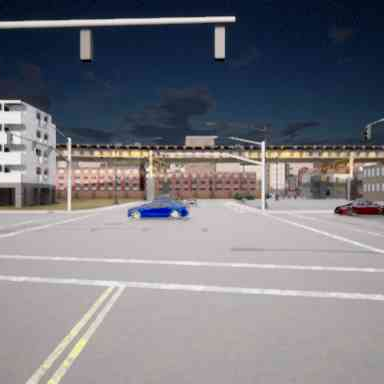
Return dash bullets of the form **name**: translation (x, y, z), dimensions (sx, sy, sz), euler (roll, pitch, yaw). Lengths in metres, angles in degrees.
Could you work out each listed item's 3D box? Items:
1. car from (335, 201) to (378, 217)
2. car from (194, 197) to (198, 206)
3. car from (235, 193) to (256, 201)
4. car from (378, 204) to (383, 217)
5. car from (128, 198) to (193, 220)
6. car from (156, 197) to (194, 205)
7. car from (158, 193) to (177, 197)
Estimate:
- **car**: translation (14.993, 1.460, 29.634), dimensions (4.181, 1.385, 1.994), euler (-1, 0, 1)
- **car**: translation (0.035, 1.543, 53.973), dimensions (2.033, 1.411, 5.357), euler (0, 0, 0)
- **car**: translation (13.432, 1.219, 84.059), dimensions (5.566, 2.045, 2.150), euler (0, 0, -24)
- **car**: translation (17.417, 1.427, 26.088), dimensions (4.181, 1.385, 1.994), euler (-1, 0, 1)
- **car**: translation (-2.675, 1.447, 26.876), dimensions (5.008, 1.535, 1.882), euler (0, 0, 4)
- **car**: translation (-2.574, 1.461, 30.375), dimensions (4.902, 1.511, 2.128), euler (0, 0, 4)
- **car**: translation (-3.633, 1.218, 45.580), dimensions (2.150, 2.045, 5.566), euler (0, 0, 1)
